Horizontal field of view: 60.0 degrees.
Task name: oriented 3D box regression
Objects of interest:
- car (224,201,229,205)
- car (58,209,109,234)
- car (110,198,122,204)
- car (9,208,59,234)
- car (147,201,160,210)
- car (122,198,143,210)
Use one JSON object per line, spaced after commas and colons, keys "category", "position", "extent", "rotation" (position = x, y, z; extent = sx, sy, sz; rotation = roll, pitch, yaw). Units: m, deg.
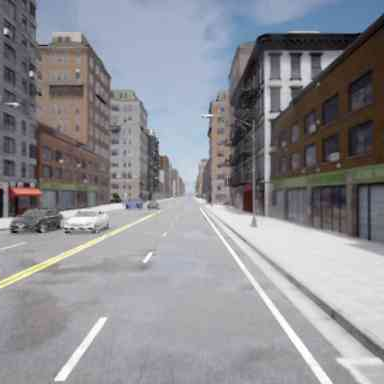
{"category": "car", "position": [11.192, 2.932, 89.099], "extent": [5.357, 1.411, 2.033], "rotation": [1, 0, 0]}
{"category": "car", "position": [-6.598, 1.816, 21.357], "extent": [1.812, 1.442, 4.674], "rotation": [0, -1, 0]}
{"category": "car", "position": [-19.410, 2.468, 88.998], "extent": [4.892, 1.490, 1.837], "rotation": [1, 0, 0]}
{"category": "car", "position": [-9.847, 1.797, 21.504], "extent": [1.837, 1.490, 4.892], "rotation": [0, -1, 0]}
{"category": "car", "position": [-6.556, 2.288, 56.720], "extent": [1.837, 1.490, 4.892], "rotation": [0, -1, 1]}
{"category": "car", "position": [-9.794, 2.006, 56.627], "extent": [2.150, 2.045, 5.566], "rotation": [0, -1, 1]}
